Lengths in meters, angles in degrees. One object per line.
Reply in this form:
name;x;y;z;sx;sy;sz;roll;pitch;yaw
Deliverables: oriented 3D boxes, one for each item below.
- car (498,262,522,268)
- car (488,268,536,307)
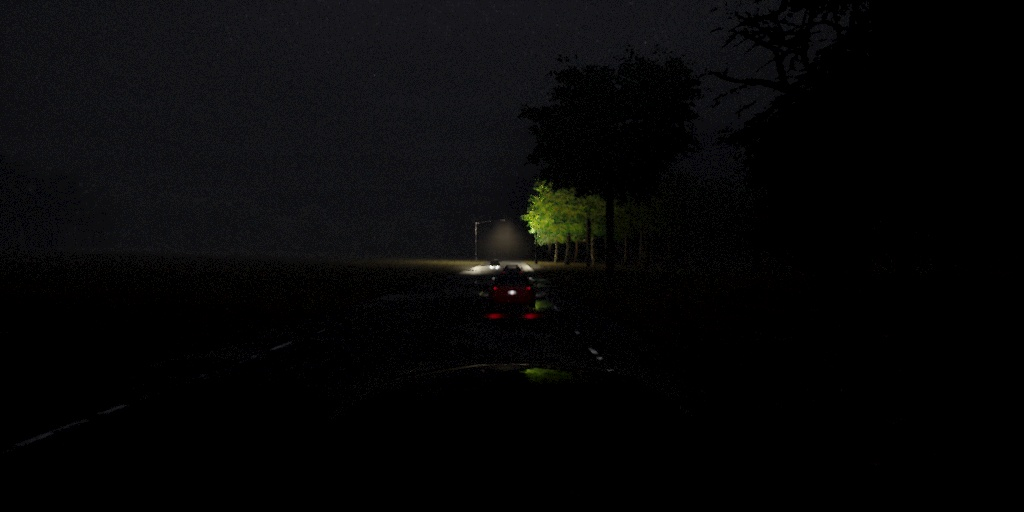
car;0.007;1.471;31.119;1.994;1.385;4.181;0;0;0
car;0.006;1.416;16.099;1.994;1.385;4.181;0;0;0
